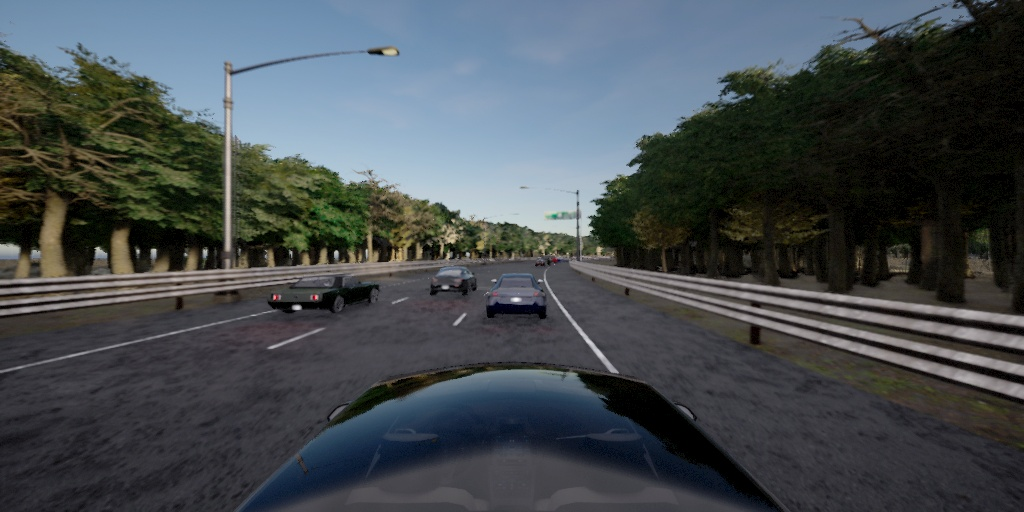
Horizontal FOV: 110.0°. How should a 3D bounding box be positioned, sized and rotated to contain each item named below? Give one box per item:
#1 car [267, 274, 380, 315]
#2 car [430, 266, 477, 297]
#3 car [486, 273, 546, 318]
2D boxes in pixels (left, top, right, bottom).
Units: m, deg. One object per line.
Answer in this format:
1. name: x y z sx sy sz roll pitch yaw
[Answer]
1. car: -6.709 1.340 13.526 1.895 1.301 4.718 0 0 2
2. car: -2.998 1.273 18.982 1.812 1.442 4.674 0 0 2
3. car: 0.188 1.318 13.079 1.994 1.385 4.181 0 0 2
